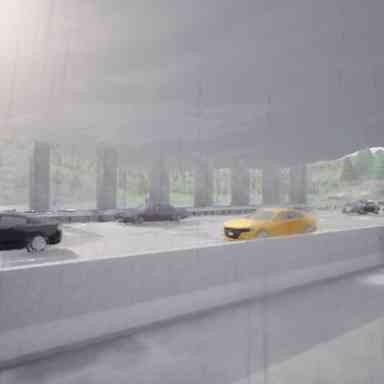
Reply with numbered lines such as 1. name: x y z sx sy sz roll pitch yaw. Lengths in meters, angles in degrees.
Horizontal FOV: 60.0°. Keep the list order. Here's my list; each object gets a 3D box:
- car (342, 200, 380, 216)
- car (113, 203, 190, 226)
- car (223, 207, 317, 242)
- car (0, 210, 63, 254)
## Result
1. car: 17.071 1.534 33.560 4.902 1.511 2.128 0 0 -36
2. car: -2.747 1.519 23.513 5.357 1.411 2.033 0 0 -35
3. car: 3.637 1.480 15.172 5.008 1.535 1.882 1 0 -35
4. car: -7.222 1.440 11.736 5.008 1.535 1.882 0 0 -36
